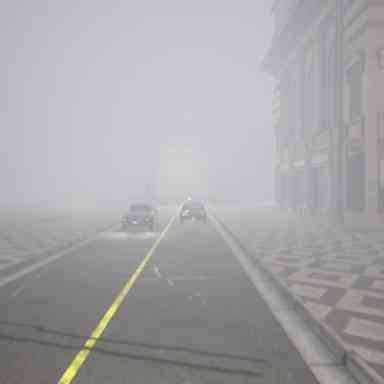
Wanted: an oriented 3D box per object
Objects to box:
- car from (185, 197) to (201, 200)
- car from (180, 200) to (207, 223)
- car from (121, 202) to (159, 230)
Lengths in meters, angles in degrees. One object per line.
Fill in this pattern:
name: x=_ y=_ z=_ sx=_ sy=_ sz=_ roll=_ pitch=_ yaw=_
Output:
car: x=0.089 y=1.329 z=41.514 sx=2.128 sy=1.511 sz=4.902 roll=0 pitch=0 yaw=0
car: x=0.096 y=1.513 z=24.781 sx=1.895 sy=1.301 sz=4.718 roll=0 pitch=0 yaw=0
car: x=-3.096 y=1.435 z=20.593 sx=1.837 sy=1.490 sz=4.892 roll=0 pitch=0 yaw=0
